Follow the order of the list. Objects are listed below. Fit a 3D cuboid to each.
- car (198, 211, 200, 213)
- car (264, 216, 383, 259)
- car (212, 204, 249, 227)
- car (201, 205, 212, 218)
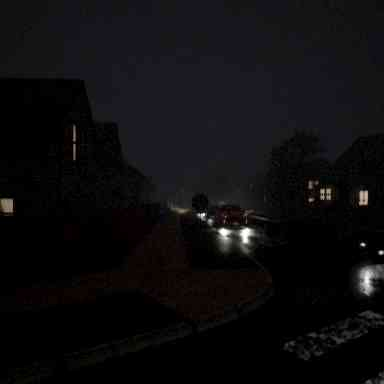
[{"bbox_3d":[1.976,2.468,51.431,2.128,1.511,4.902,0,-1,-2],"label":"car"},{"bbox_3d":[5.134,1.670,13.412,2.033,1.411,5.357,1,-1,-25],"label":"car"},{"bbox_3d":[3.076,1.759,26.236,2.097,1.767,4.553,0,-1,-3],"label":"car"},{"bbox_3d":[2.525,2.228,38.391,2.033,1.411,5.357,0,-1,-3],"label":"car"}]
